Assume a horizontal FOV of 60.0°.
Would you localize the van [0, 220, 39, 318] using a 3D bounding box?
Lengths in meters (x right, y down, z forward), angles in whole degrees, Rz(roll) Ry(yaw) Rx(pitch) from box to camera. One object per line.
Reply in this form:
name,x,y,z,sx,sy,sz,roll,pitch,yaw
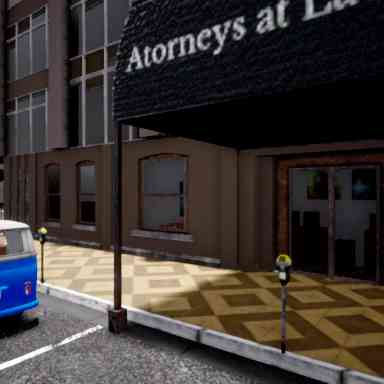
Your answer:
van,-4.509,1.341,6.080,3.998,1.788,1.690,0,0,35
